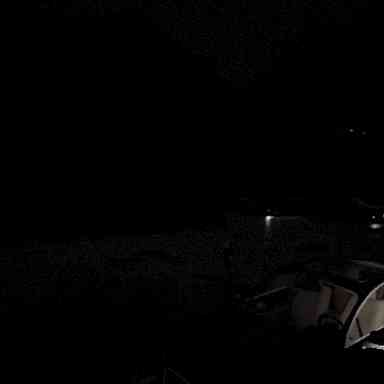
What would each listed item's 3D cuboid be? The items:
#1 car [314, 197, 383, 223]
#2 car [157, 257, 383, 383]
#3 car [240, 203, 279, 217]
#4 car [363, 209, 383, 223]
[{"bbox_3d":[12.953,1.479,27.577,2.150,2.045,5.566,0,-1,-36],"label":"car"},{"bbox_3d":[1.686,1.564,4.012,4.403,1.369,2.008,0,0,-35],"label":"car"},{"bbox_3d":[7.153,1.881,35.681,1.812,1.442,4.674,0,-1,-35],"label":"car"},{"bbox_3d":[6.136,1.350,7.183,5.009,1.841,2.192,0,0,-35],"label":"car"}]
